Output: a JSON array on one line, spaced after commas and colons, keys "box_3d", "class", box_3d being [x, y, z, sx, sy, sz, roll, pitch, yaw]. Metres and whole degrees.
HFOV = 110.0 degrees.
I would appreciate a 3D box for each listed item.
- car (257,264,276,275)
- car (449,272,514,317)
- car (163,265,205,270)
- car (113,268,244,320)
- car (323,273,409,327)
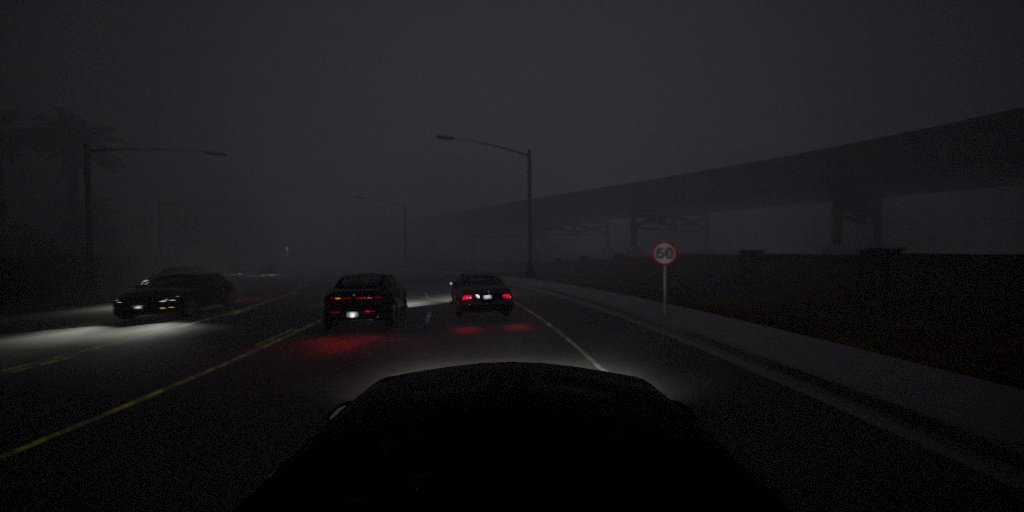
[{"box_3d": [-32.849, 1.743, 47.954, 2.033, 1.411, 5.357, -1, 0, -36], "class": "car"}, {"box_3d": [-1.269, 1.294, 13.321, 2.033, 1.411, 5.357, -1, 0, -12], "class": "car"}, {"box_3d": [-18.189, 1.325, 19.721, 2.097, 1.767, 4.553, -1, 0, -25], "class": "car"}, {"box_3d": [-12.358, 1.379, 13.570, 1.837, 1.490, 4.892, 0, 0, -16], "class": "car"}, {"box_3d": [-4.604, 1.288, 11.754, 1.837, 1.490, 4.892, 0, 0, -10], "class": "car"}]
